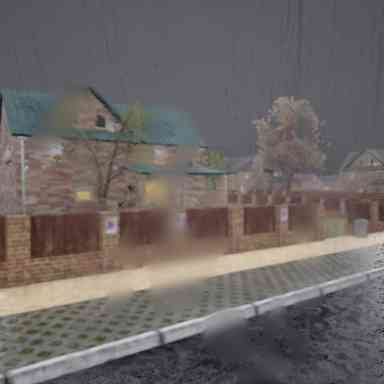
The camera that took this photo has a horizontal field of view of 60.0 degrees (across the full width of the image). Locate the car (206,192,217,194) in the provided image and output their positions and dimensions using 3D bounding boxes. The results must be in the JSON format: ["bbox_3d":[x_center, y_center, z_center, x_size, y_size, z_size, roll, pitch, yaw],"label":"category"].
[{"bbox_3d":[2.408,0.498,55.539,2.128,1.511,4.902,-2,2,-35],"label":"car"}]
